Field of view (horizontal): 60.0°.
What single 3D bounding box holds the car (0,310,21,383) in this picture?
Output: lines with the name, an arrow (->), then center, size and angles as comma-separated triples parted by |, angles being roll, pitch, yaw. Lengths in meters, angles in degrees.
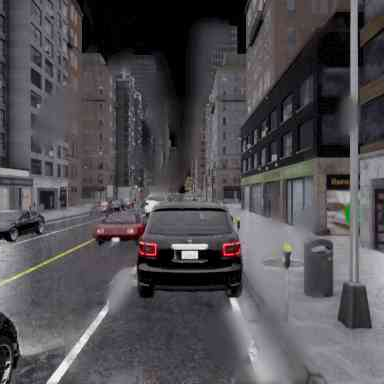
car -> -3.046, 1.562, 2.303 | 1.994, 1.385, 4.181 | 0, 0, 0

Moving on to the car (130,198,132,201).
car -> -8.813, 1.442, 43.978 | 1.967, 1.590, 4.097 | 0, 0, 0

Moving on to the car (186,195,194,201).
car -> -0.572, 1.470, 87.873 | 1.967, 1.590, 4.097 | 0, 0, -1

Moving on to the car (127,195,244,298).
car -> -0.039, 1.228, 8.680 | 2.150, 2.045, 5.566 | 0, 0, 0

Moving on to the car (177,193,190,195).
car -> -0.287, 1.316, 38.459 | 2.192, 1.841, 5.009 | 0, 0, 0

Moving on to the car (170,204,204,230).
car -> -0.287, 1.551, 21.888 | 2.008, 1.369, 4.403 | 0, 0, 0

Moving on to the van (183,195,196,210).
van -> -0.287, 1.343, 43.983 | 1.690, 1.788, 3.998 | 0, 0, 0

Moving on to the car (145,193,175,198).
car -> -3.143, 1.222, 31.977 | 2.150, 2.045, 5.566 | 0, 0, 0

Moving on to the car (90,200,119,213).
car -> -8.813, 1.583, 32.928 | 1.802, 1.307, 4.206 | 0, 0, 0

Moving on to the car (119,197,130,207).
car -> -8.813, 1.567, 38.453 | 1.947, 1.339, 4.313 | 0, 0, 0

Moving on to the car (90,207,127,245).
car -> -3.045, 1.601, 15.499 | 1.895, 1.301, 4.718 | 0, 0, 0

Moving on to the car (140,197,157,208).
car -> -6.145, 1.502, 47.775 | 1.837, 1.490, 4.892 | 0, 0, 0

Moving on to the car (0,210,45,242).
car -> -8.813, 1.566, 16.352 | 1.947, 1.339, 4.313 | 0, 0, 0
